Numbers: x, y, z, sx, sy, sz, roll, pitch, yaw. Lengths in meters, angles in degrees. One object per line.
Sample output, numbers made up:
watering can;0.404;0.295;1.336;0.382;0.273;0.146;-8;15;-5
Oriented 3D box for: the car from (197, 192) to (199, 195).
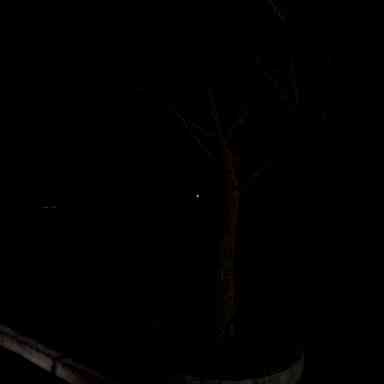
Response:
car;2.749;0.934;70.019;2.150;2.045;5.566;1;0;32
